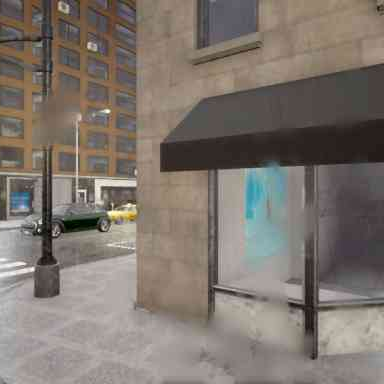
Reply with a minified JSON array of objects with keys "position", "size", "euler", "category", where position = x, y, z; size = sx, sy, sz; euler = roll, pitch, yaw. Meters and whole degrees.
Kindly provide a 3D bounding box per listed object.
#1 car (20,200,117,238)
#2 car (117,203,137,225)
[{"position":[-6.626,1.366,17.807],"size":[2.097,1.767,4.553],"euler":[0,0,36],"category":"car"},{"position":[-4.825,1.548,24.633],"size":[1.752,1.417,4.829],"euler":[0,0,36],"category":"car"}]
